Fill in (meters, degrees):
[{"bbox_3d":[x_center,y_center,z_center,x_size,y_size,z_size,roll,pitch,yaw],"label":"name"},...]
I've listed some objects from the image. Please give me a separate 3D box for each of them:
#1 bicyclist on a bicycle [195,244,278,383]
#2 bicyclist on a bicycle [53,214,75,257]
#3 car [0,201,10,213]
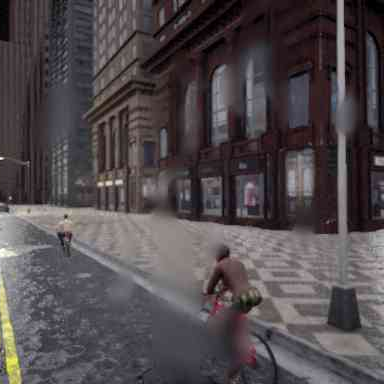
[{"bbox_3d":[0.473,1.514,4.240,0.582,1.620,1.656,0,-1,-32],"label":"bicyclist on a bicycle"},{"bbox_3d":[-4.967,1.663,13.022,0.866,1.612,1.509,0,-1,-31],"label":"bicyclist on a bicycle"},{"bbox_3d":[-29.266,2.521,51.279,1.837,1.490,4.892,0,-1,-32],"label":"car"}]
